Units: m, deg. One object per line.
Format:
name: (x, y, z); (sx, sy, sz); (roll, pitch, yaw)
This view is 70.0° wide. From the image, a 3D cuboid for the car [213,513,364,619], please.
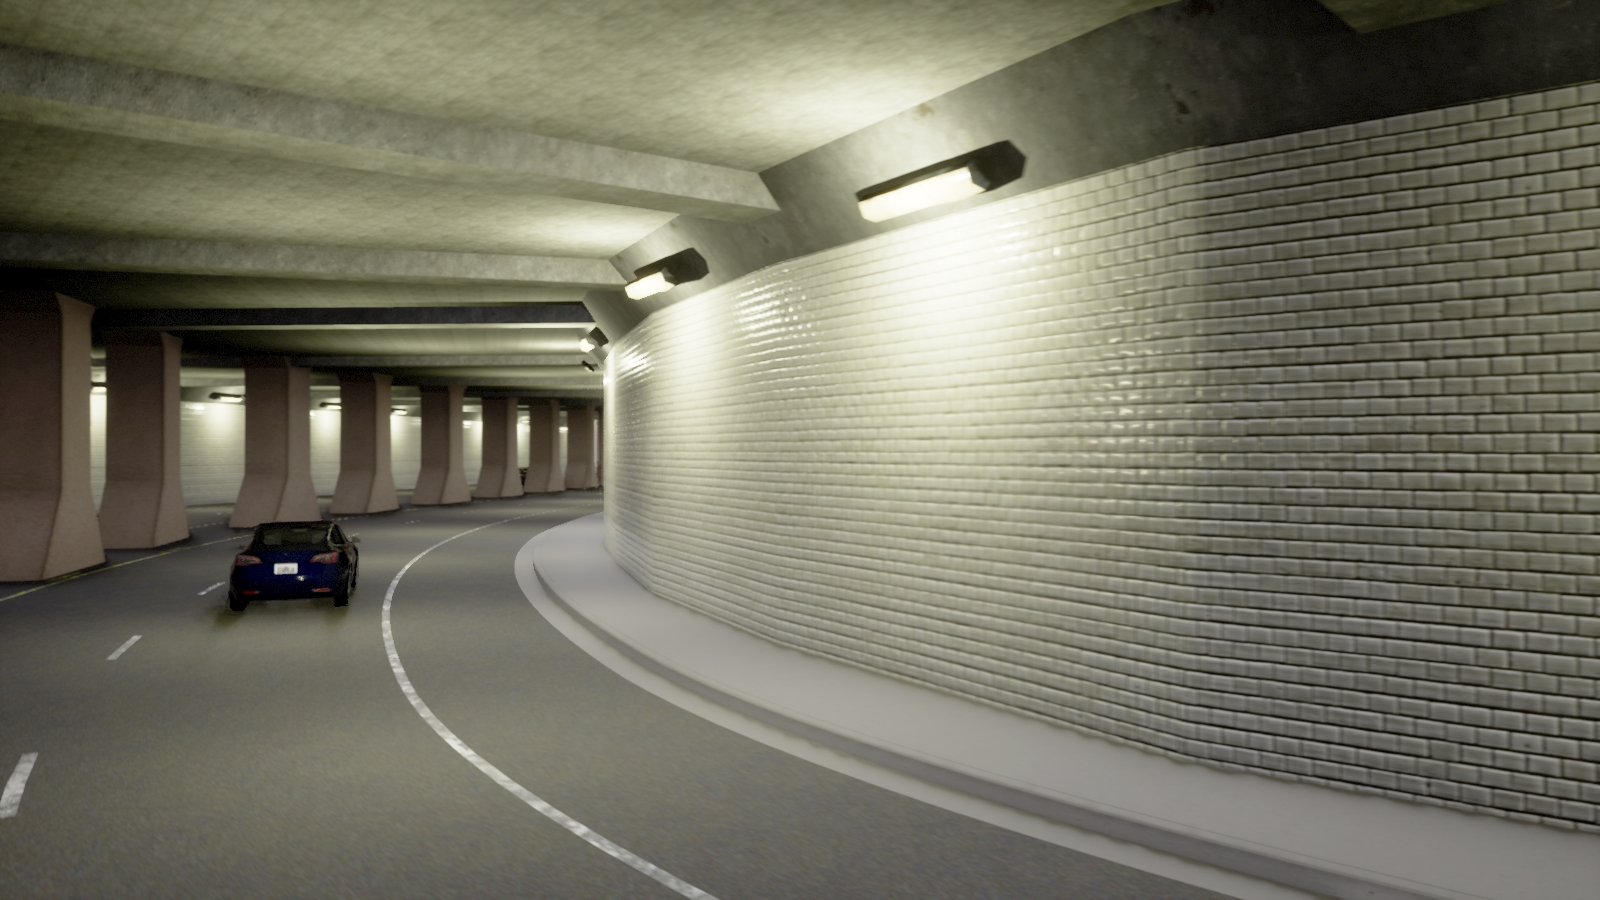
car: (-9.533, 2.072, 21.675); (2.163, 1.488, 4.792); (0, 0, -19)
